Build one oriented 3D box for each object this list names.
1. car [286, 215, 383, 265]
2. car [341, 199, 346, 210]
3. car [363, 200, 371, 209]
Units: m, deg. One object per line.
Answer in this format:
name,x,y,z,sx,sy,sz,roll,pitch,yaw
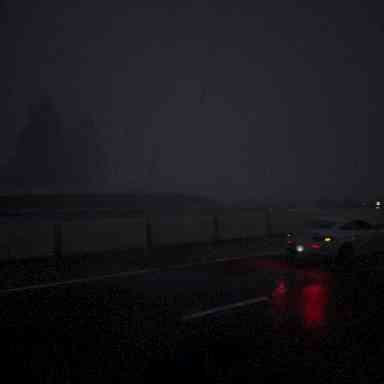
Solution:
car,5.292,1.536,11.639,4.674,1.442,1.812,0,0,-34
car,20.299,1.594,43.300,5.357,1.411,2.033,0,0,-34
car,23.041,1.424,40.929,4.553,1.767,2.097,0,0,-34
